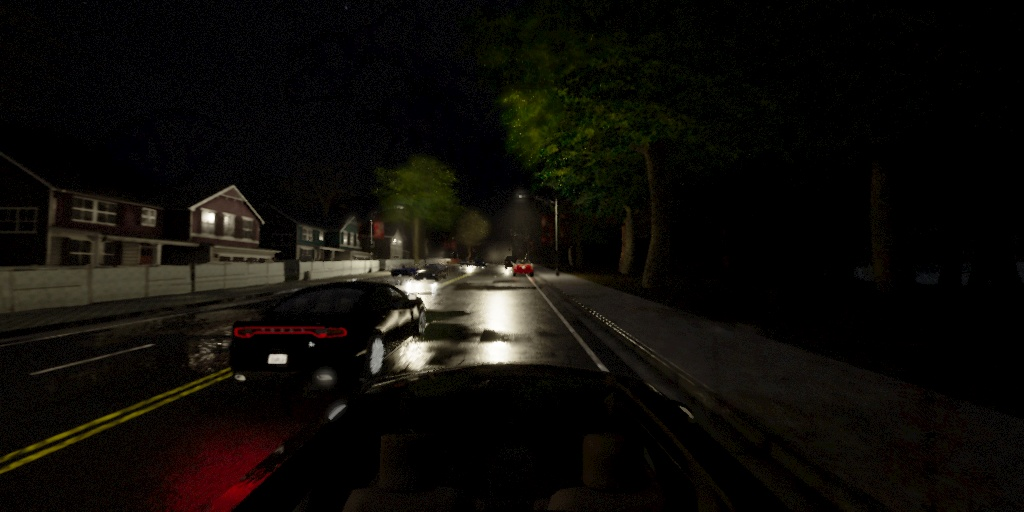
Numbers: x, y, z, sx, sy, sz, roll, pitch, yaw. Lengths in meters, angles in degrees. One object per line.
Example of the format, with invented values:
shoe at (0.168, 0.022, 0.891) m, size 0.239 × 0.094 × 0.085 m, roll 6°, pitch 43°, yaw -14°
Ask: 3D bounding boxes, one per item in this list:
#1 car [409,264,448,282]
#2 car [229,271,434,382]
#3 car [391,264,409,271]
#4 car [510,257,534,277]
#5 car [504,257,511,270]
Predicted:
car at (-6.604, 1.343, 29.782) m, size 2.033 × 1.411 × 5.357 m, roll 0°, pitch 0°, yaw 0°
car at (-3.150, 1.234, 7.295) m, size 1.882 × 1.535 × 5.008 m, roll 0°, pitch 0°, yaw 0°
car at (-9.850, 1.408, 33.848) m, size 1.895 × 1.301 × 4.718 m, roll 0°, pitch 0°, yaw 0°
car at (1.131, 1.169, 37.091) m, size 2.097 × 1.767 × 4.553 m, roll 0°, pitch 0°, yaw 0°
car at (-0.008, 1.114, 56.427) m, size 2.150 × 2.045 × 5.566 m, roll 0°, pitch 0°, yaw 0°
